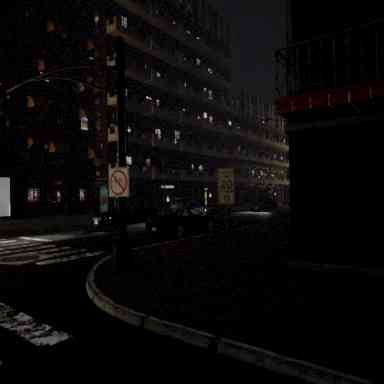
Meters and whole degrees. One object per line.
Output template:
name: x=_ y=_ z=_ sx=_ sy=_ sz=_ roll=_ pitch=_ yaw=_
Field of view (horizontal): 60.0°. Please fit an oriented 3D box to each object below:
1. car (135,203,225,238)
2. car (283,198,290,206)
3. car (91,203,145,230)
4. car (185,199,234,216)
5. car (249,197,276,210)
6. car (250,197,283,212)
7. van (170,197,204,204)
car: x=-0.455 y=1.435 z=16.792 sx=2.008 sy=1.369 sz=4.403 roll=-1 pitch=-1 yaw=36
car: x=15.803 y=1.497 z=52.915 sx=1.752 sy=1.417 sz=4.829 roll=-1 pitch=-1 yaw=36
car: x=-4.085 y=1.487 z=21.039 sx=2.128 sy=1.511 sz=4.902 roll=-1 pitch=-1 yaw=35
car: x=1.757 y=1.573 z=29.146 sx=1.895 sy=1.301 sz=4.718 roll=-1 pitch=-1 yaw=36
car: x=9.399 y=1.431 z=44.007 sx=1.967 sy=1.590 sz=4.097 roll=-1 pitch=-1 yaw=36
car: x=8.420 y=1.475 z=38.397 sx=1.812 sy=1.442 sz=4.674 roll=-1 pitch=-1 yaw=36
van: x=-0.356 y=1.365 z=30.437 sx=1.690 sy=1.788 sz=3.998 roll=-1 pitch=-1 yaw=36
